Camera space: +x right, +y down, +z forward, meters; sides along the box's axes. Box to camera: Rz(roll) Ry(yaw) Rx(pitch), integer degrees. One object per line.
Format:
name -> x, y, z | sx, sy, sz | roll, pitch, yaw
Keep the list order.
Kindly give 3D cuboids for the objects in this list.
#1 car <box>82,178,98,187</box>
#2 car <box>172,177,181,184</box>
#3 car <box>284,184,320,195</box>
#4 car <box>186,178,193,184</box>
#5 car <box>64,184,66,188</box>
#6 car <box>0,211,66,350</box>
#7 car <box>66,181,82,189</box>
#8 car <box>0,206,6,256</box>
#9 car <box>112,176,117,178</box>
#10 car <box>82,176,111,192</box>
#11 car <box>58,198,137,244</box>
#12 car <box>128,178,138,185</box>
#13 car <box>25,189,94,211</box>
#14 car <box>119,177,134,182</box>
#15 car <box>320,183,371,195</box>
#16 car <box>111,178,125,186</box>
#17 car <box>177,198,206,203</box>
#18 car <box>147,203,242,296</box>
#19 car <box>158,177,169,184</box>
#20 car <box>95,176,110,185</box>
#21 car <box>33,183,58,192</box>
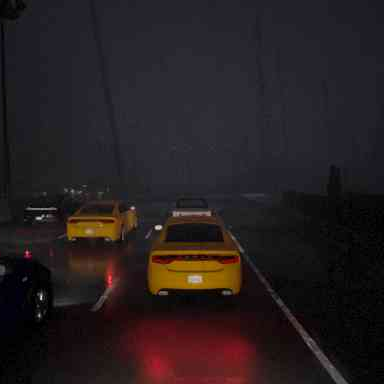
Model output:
car -> -21.542, -2.131, 70.279 | 2.097, 1.767, 4.553 | 0, 3, 0
car -> -4.166, -2.877, 86.092 | 1.882, 1.535, 5.008 | 0, 3, 0
car -> 13.803, -0.307, 41.423 | 4.718, 1.301, 1.895 | 0, 3, 2
car -> -0.670, -2.840, 86.582 | 2.128, 1.511, 4.902 | 0, 3, 0
car -> -21.521, -1.361, 59.955 | 1.994, 1.385, 4.181 | 0, 3, -1
car -> -3.427, 1.313, 3.900 | 2.097, 1.767, 4.553 | 0, 1, 0
car -> -17.994, -1.085, 53.572 | 2.128, 1.511, 4.902 | 0, 3, 0
car -> -6.956, 1.321, 8.231 | 1.882, 1.535, 5.008 | 0, 2, 0
car -> -18.101, -2.666, 77.756 | 2.150, 2.045, 5.566 | 0, 3, 0
car -> -14.352, -1.187, 50.458 | 2.150, 2.045, 5.566 | 0, 3, -2
car -> -3.496, 1.060, 13.731 | 1.882, 1.535, 5.008 | 0, 3, 0
car -> -14.642, -2.671, 82.908 | 1.837, 1.490, 4.892 | 0, 3, 0
car -> -7.026, 0.864, 17.642 | 2.128, 1.511, 4.902 | 0, 3, 0
car -> -14.558, -2.002, 72.374 | 1.895, 1.301, 4.718 | 0, 3, 0
car -> 17.663, -0.219, 37.798 | 4.902, 1.511, 2.128 | 0, 3, 2
car -> -14.531, -1.451, 62.326 | 1.895, 1.301, 4.718 | 0, 3, 0
car -> -0.025, 0.972, 17.778 | 1.895, 1.301, 4.718 | 0, 3, 0
car -> 0.043, 1.315, 8.409 | 1.882, 1.535, 5.008 | 0, 2, 0
car -> -7.666, -2.827, 86.067 | 2.128, 1.511, 4.902 | 0, 3, 0
car -> -21.624, -2.824, 80.637 | 2.150, 2.045, 5.566 | 0, 3, 0
car -> -21.464, -0.719, 48.814 | 1.895, 1.301, 4.718 | 0, 3, 0
